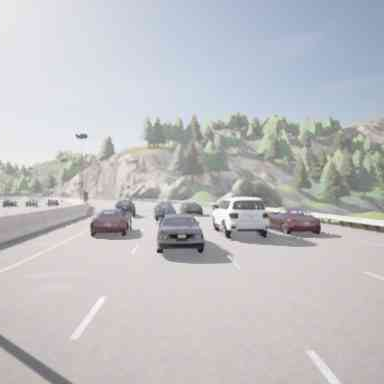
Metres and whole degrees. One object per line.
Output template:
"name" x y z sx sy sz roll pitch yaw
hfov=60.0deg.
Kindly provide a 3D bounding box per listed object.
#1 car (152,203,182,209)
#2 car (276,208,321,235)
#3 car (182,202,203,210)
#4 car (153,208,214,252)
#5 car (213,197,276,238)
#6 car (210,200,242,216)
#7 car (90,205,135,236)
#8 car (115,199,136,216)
"car" -2.506 1.709 29.920 2.033 1.411 5.357 0 0 -10
"car" 5.897 1.656 19.724 1.994 1.385 4.181 0 0 -6
"car" -0.134 1.753 36.179 1.994 1.385 4.181 0 0 -11
"car" -0.565 1.623 14.183 2.033 1.411 5.357 0 0 -5
"car" 2.542 1.313 18.470 2.150 2.045 5.566 0 0 -6
"car" 3.543 1.671 35.645 2.128 1.511 4.902 0 0 -11
"car" -4.622 1.675 19.393 1.994 1.385 4.181 0 0 -6
"car" -6.976 1.547 34.687 2.097 1.767 4.553 0 0 -11
